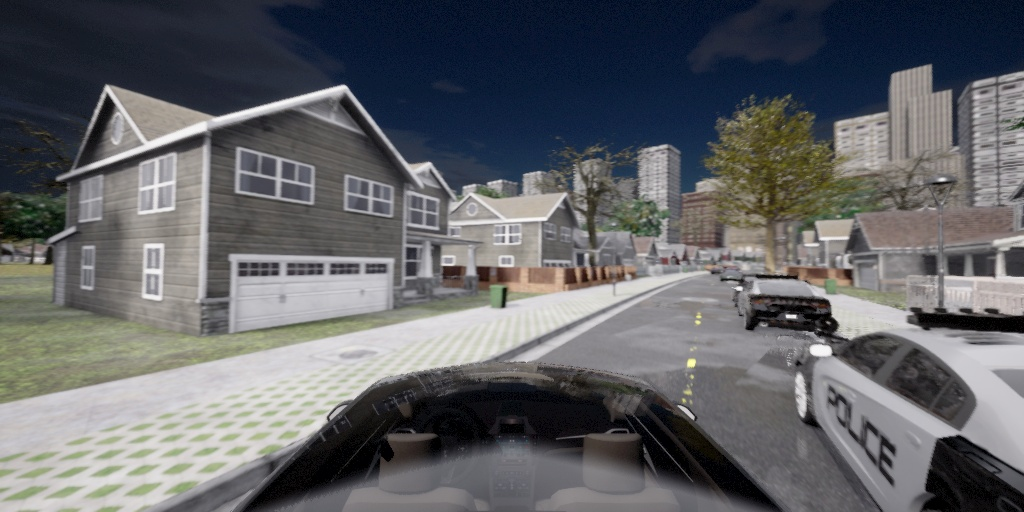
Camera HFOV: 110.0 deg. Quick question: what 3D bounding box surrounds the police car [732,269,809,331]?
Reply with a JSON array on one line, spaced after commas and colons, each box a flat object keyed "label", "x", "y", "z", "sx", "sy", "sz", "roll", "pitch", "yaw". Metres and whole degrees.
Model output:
[{"label": "police car", "x": 8.443, "y": 1.394, "z": 11.496, "sx": 1.930, "sy": 1.638, "sz": 5.238, "roll": 0, "pitch": -1, "yaw": 29}]

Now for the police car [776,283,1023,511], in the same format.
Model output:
[{"label": "police car", "x": 3.722, "y": 1.230, "z": 2.732, "sx": 1.930, "sy": 1.638, "sz": 5.238, "roll": 0, "pitch": -1, "yaw": 28}]

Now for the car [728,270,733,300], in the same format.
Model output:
[{"label": "car", "x": 11.304, "y": 1.572, "z": 16.613, "sx": 1.837, "sy": 1.490, "sz": 4.892, "roll": 0, "pitch": -1, "yaw": 30}]

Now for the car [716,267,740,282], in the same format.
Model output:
[{"label": "car", "x": 22.986, "y": 2.039, "z": 37.590, "sx": 1.994, "sy": 1.385, "sz": 4.181, "roll": 0, "pitch": -1, "yaw": 33}]
